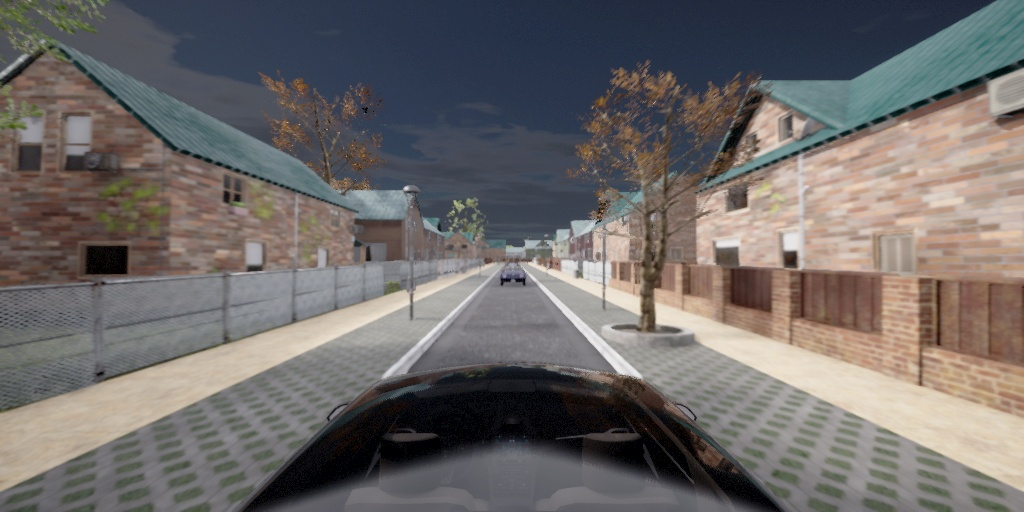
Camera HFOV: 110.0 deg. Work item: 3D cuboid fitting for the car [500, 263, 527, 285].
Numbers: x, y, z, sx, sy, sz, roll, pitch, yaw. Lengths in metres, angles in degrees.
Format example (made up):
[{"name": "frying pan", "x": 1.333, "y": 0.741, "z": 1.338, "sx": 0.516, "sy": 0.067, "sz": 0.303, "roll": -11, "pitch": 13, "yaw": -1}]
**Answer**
[{"name": "car", "x": 0.084, "y": 1.415, "z": 26.738, "sx": 1.895, "sy": 1.301, "sz": 4.718, "roll": 0, "pitch": 0, "yaw": 0}]
